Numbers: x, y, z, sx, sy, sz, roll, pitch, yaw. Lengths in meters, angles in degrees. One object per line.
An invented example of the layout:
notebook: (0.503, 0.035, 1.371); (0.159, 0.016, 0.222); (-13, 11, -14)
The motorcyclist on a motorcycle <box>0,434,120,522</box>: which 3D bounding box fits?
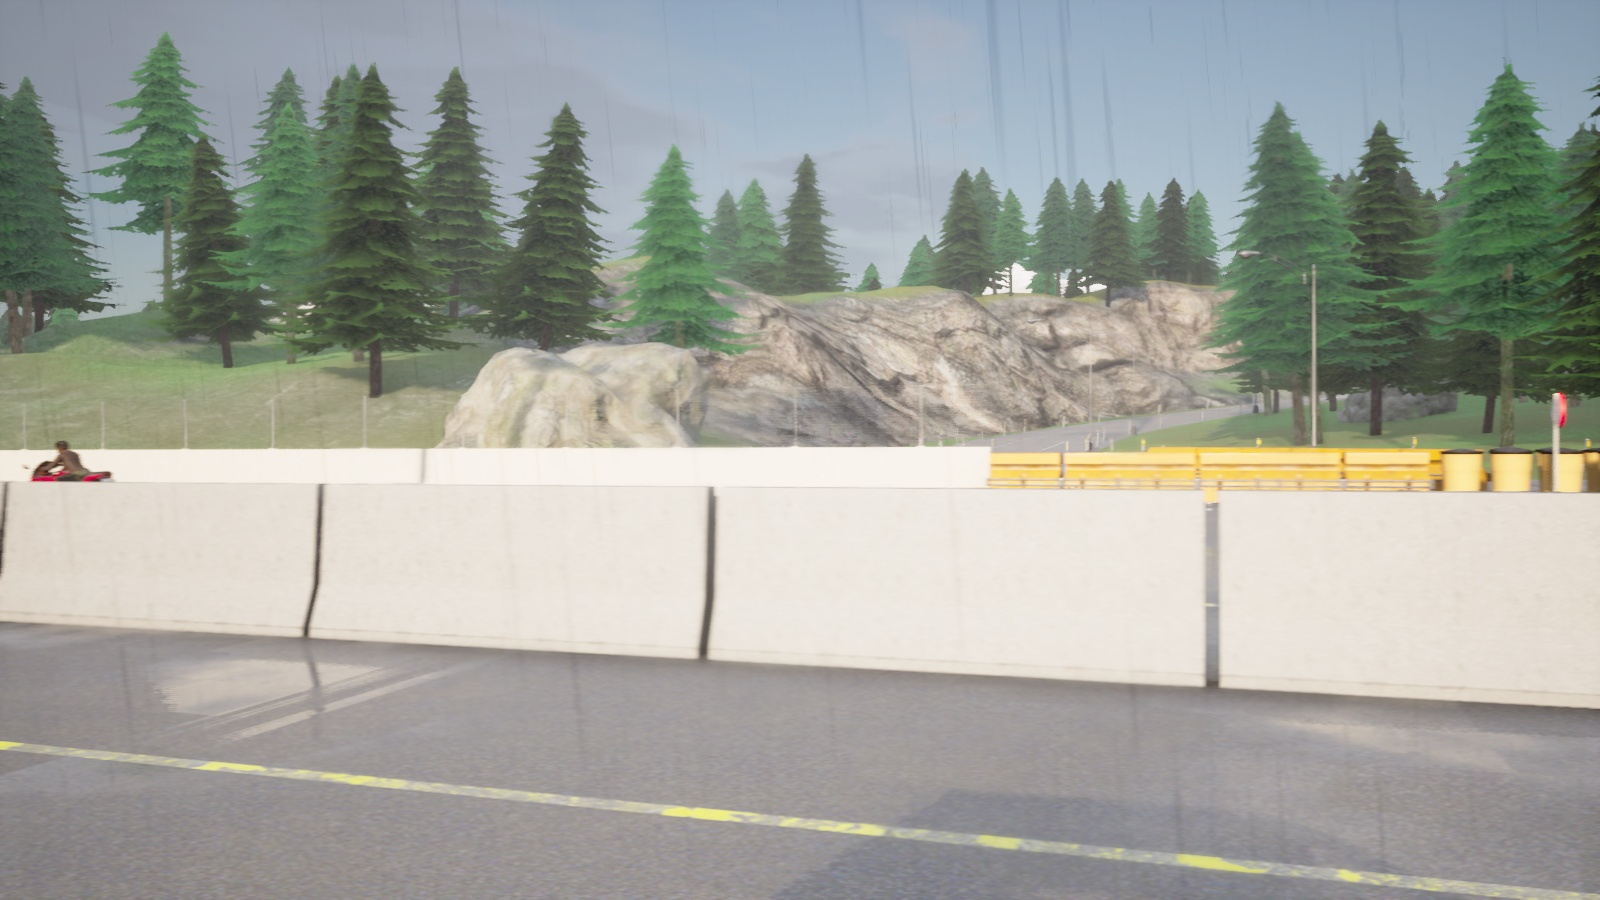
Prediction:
motorcyclist on a motorcycle: (-13.270, 0.482, 22.426); (2.044, 1.523, 0.797); (0, 1, 19)
